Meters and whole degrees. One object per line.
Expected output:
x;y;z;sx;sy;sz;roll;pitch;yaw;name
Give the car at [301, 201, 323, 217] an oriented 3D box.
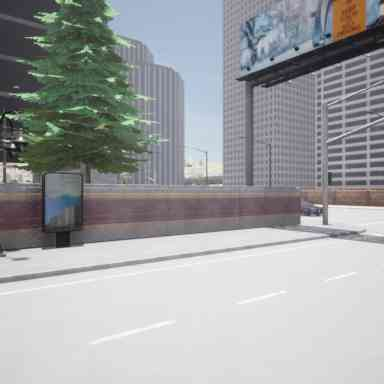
10.475;1.564;31.923;1.994;1.385;4.181;0;0;-35;car
